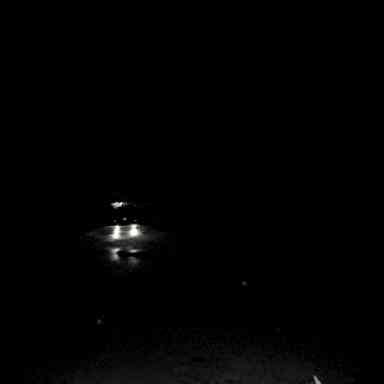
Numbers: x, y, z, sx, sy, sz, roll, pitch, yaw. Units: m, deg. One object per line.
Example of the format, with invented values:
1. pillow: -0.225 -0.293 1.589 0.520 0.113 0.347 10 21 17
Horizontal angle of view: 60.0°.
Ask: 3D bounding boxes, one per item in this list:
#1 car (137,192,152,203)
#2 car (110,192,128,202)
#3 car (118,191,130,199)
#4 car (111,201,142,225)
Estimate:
1. car: -8.752 0.957 60.993 2.150 2.045 5.566 -2 1 -18
2. car: -14.391 1.262 65.067 2.128 1.511 4.902 -2 1 -18
3. car: -15.683 0.982 78.266 2.033 1.411 5.357 -2 2 -19
4. car: -4.891 1.665 24.904 1.994 1.385 4.181 -1 0 -8
